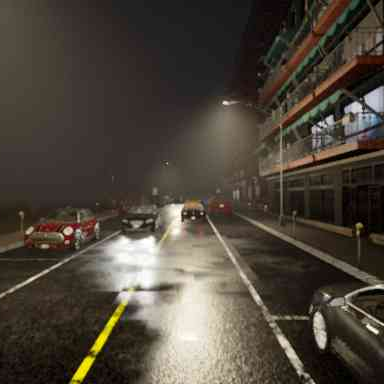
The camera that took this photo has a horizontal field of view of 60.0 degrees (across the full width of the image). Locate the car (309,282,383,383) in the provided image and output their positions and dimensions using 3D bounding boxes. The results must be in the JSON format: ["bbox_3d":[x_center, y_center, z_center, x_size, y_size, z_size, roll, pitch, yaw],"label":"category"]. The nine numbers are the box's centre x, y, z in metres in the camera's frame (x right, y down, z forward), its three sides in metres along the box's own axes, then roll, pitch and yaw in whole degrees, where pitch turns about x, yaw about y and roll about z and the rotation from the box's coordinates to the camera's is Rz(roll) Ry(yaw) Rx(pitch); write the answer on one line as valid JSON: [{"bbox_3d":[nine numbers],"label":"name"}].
[{"bbox_3d":[2.574,1.551,3.274,2.008,1.369,4.403,1,0,0],"label":"car"}]

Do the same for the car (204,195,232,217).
[{"bbox_3d":[2.579,1.314,30.998,2.192,1.841,5.009,1,0,0],"label":"car"}]

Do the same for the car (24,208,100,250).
[{"bbox_3d":[-5.304,1.439,14.023,1.967,1.590,4.097,1,0,0],"label":"car"}]

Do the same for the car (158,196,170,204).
[{"bbox_3d":[-5.302,1.541,63.850,1.887,1.381,4.507,1,0,0],"label":"car"}]

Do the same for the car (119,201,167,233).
[{"bbox_3d":[-2.848,1.490,19.507,2.128,1.511,4.902,0,0,0],"label":"car"}]

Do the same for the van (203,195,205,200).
[{"bbox_3d":[2.580,1.339,53.178,1.690,1.788,3.998,1,0,0],"label":"van"}]

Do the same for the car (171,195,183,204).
[{"bbox_3d":[-2.778,1.349,61.308,2.097,1.767,4.553,0,0,1],"label":"car"}]

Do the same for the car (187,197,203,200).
[{"bbox_3d":[0.103,1.475,42.920,1.882,1.535,5.008,0,0,0],"label":"car"}]

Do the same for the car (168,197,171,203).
[{"bbox_3d":[-5.303,1.548,58.313,2.008,1.369,4.403,1,0,0],"label":"car"}]

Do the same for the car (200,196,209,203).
[{"bbox_3d":[2.579,1.522,69.982,1.752,1.417,4.829,1,0,0],"label":"car"}]

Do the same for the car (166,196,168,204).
[{"bbox_3d":[-5.302,1.437,52.777,1.967,1.590,4.097,1,0,0],"label":"car"}]

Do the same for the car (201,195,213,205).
[{"bbox_3d":[2.579,1.437,58.723,1.967,1.590,4.097,1,0,0],"label":"car"}]

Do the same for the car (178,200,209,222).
[{"bbox_3d":[0.102,1.599,26.552,1.895,1.301,4.718,0,0,0],"label":"car"}]

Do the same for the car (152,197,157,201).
[{"bbox_3d":[-5.304,1.549,36.168,2.008,1.369,4.403,1,0,0],"label":"car"}]

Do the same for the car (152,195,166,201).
[{"bbox_3d":[-5.300,1.312,47.241,2.192,1.841,5.009,1,0,0],"label":"car"}]

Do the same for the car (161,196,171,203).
[{"bbox_3d":[-5.302,1.522,69.216,1.752,1.417,4.829,1,0,0],"label":"car"}]

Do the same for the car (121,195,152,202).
[{"bbox_3d":[-5.301,1.313,30.632,2.192,1.841,5.009,1,0,0],"label":"car"}]
